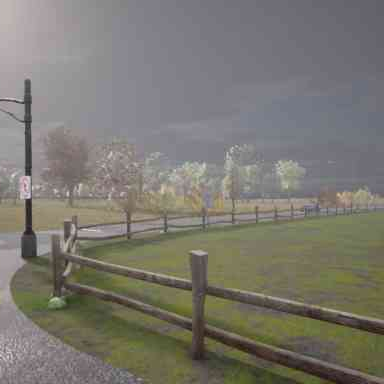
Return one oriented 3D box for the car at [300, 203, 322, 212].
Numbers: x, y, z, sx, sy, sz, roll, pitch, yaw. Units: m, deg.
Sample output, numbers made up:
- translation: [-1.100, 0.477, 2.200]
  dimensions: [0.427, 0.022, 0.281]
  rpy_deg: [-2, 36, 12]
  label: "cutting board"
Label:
- translation: [18.970, 2.449, 52.928]
  dimensions: [2.033, 1.411, 5.357]
  rpy_deg: [-1, -2, 40]
  label: "car"
